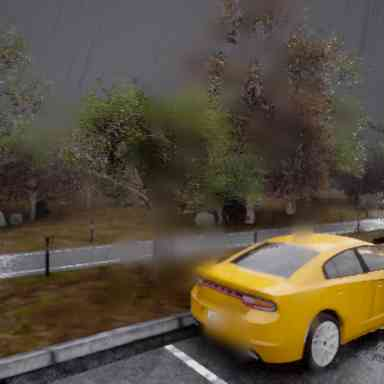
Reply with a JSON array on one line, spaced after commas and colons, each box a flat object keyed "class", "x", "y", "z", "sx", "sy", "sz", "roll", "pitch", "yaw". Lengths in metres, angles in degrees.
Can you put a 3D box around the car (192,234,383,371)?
[{"class": "car", "x": 2.356, "y": 1.474, "z": 5.736, "sx": 5.008, "sy": 1.535, "sz": 2.097, "roll": 0, "pitch": 0, "yaw": -33}]
